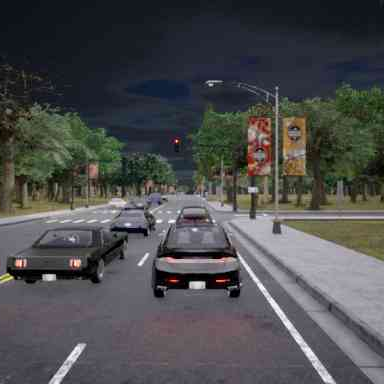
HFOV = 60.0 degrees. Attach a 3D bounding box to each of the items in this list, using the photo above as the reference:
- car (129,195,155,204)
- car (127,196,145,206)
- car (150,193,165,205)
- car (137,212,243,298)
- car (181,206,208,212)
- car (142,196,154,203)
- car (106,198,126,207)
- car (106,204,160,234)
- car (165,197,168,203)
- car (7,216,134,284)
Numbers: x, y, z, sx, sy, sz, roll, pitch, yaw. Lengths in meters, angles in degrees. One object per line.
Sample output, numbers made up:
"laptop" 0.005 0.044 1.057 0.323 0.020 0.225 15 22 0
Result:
"car" -6.475 1.517 43.163 2.128 1.511 4.902 0 0 -1
"car" -9.722 1.533 58.103 2.128 1.511 4.902 0 0 0
"car" -6.473 1.264 58.337 2.150 2.045 5.566 0 0 0
"car" 0.107 1.493 8.513 2.128 1.511 4.902 0 0 0
"car" 0.115 1.510 17.932 1.837 1.490 4.892 0 0 0
"car" -9.615 1.587 73.299 2.128 1.511 4.902 0 0 0
"car" -9.769 1.552 43.281 1.812 1.442 4.674 0 0 0
"car" -3.137 1.570 18.334 1.994 1.385 4.181 0 0 0
"car" -6.364 1.657 73.806 1.895 1.301 4.718 0 0 0
"car" -3.139 1.603 9.579 1.895 1.301 4.718 0 0 0
